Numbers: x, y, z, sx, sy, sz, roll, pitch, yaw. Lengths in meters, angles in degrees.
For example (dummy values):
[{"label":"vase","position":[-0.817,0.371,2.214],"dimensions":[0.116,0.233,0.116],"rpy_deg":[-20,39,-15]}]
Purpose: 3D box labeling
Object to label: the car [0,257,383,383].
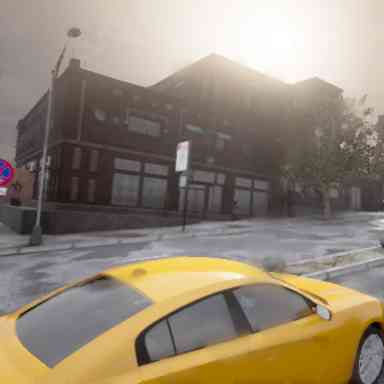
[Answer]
[{"label":"car","position":[0.183,1.475,3.569],"dimensions":[5.008,1.535,1.882],"rpy_deg":[0,0,-35]}]
